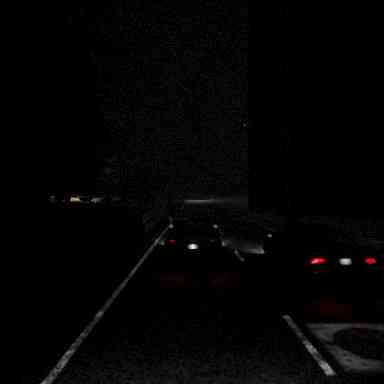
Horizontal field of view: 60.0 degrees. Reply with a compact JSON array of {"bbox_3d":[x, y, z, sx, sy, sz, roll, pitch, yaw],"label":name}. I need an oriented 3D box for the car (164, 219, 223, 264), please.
[{"bbox_3d":[0.051,1.710,12.471,1.994,1.385,4.181,0,-1,1],"label":"car"}]

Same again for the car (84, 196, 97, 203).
[{"bbox_3d":[-26.826,1.887,88.166,4.553,1.767,2.097,1,0,44],"label":"car"}]

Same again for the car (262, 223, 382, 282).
[{"bbox_3d":[3.527,1.665,10.121,2.033,1.411,5.357,0,-1,0],"label":"car"}]
